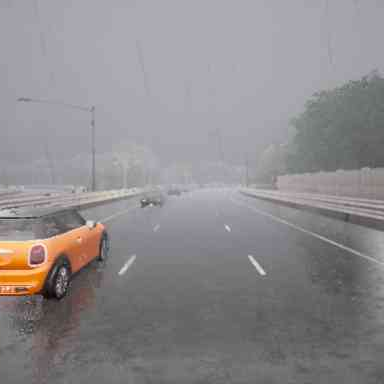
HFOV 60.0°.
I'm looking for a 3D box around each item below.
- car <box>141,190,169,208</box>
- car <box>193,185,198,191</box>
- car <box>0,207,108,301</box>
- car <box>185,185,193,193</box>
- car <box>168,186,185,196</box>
[{"bbox_3d":[-3.493,0.712,30.908,1.895,1.301,4.718,0,2,0],"label":"car"},{"bbox_3d":[0.621,-1.130,93.546,2.128,1.511,4.902,0,2,8],"label":"car"},{"bbox_3d":[-3.499,1.119,7.914,2.097,1.767,4.553,0,2,0],"label":"car"},{"bbox_3d":[-1.516,-0.559,75.855,1.895,1.301,4.718,0,2,6],"label":"car"},{"bbox_3d":[-2.900,-0.276,57.162,2.097,1.767,4.553,0,2,3],"label":"car"}]
